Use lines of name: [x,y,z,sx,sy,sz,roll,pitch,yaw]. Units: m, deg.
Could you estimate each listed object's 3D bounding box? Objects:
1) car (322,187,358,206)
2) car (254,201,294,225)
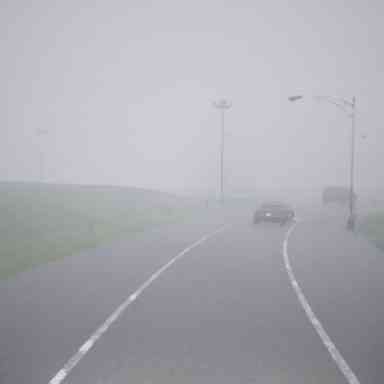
car: [16.693,0.458,37.520,5.566,2.045,2.150,-2,3,-44]
car: [5.449,1.293,21.844,1.994,1.385,4.181,1,2,25]
